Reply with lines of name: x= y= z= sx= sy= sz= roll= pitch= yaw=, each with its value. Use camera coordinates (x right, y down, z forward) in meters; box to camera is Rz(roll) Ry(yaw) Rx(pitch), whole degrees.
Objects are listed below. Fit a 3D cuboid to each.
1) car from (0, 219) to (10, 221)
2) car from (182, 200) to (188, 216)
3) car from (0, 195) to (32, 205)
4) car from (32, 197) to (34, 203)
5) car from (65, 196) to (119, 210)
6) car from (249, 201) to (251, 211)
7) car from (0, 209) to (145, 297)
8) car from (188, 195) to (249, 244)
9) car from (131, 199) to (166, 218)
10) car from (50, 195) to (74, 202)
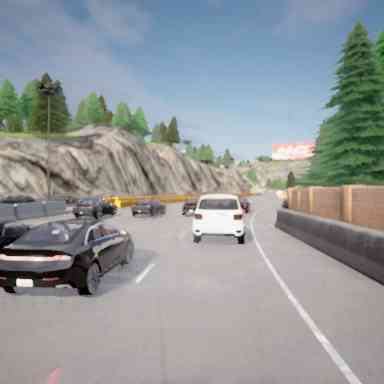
car: x=-6.220 y=1.513 z=10.691 sx=1.895 sy=1.301 sz=4.718 roll=0 pitch=0 yaw=5
car: x=0.433 y=1.321 z=30.264 sx=1.837 sy=1.490 sz=4.892 roll=0 pitch=0 yaw=13
car: x=-22.477 y=1.165 z=40.428 sx=2.128 sy=1.511 sz=4.902 roll=0 pitch=0 yaw=15
car: x=-24.426 y=1.121 z=46.532 sx=2.128 sy=1.511 sz=4.902 roll=0 pitch=0 yaw=16
car: x=-7.541 y=1.303 z=26.359 sx=2.128 sy=1.511 sz=4.902 roll=0 pitch=0 yaw=10
car: x=4.882 y=1.285 z=33.770 sx=1.882 sy=1.535 sz=5.008 roll=0 pitch=0 yaw=15
car: x=-2.867 y=1.429 z=8.474 sx=2.128 sy=1.511 sz=4.902 roll=0 pitch=0 yaw=4
car: x=1.346 y=1.130 z=15.625 sx=2.150 sy=2.045 sz=5.566 roll=0 pitch=0 yaw=7
car: x=-3.575 y=1.305 z=28.283 sx=2.128 sy=1.511 sz=4.902 roll=0 pitch=0 yaw=12
car: x=-17.497 y=1.169 z=45.269 sx=1.837 sy=1.490 sz=4.892 roll=0 pitch=0 yaw=17
